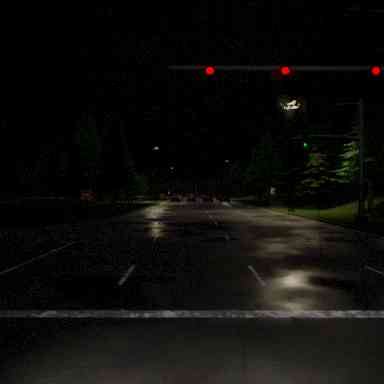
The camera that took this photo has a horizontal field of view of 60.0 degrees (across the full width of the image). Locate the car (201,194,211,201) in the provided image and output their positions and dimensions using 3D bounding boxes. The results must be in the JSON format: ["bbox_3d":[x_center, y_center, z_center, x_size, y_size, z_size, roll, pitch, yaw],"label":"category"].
[{"bbox_3d":[3.408,1.356,80.782,2.128,1.511,4.902,0,0,0],"label":"car"}]

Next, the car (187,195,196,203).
[{"bbox_3d":[-0.080,1.530,70.358,2.033,1.411,5.357,0,0,0],"label":"car"}]

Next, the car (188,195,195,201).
[{"bbox_3d":[-0.092,1.355,80.778,1.812,1.442,4.674,0,0,0],"label":"car"}]

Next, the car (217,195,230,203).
[{"bbox_3d":[6.919,1.543,70.783,1.994,1.385,4.181,0,0,0],"label":"car"}]

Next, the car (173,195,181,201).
[{"bbox_3d":[-3.592,1.355,80.774,1.812,1.442,4.674,0,0,0],"label":"car"}]

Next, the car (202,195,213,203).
[{"bbox_3d":[3.420,1.543,70.779,1.994,1.385,4.181,0,0,0],"label":"car"}]

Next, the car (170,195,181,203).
[{"bbox_3d":[-3.580,1.515,70.771,1.812,1.442,4.674,0,0,0],"label":"car"}]
